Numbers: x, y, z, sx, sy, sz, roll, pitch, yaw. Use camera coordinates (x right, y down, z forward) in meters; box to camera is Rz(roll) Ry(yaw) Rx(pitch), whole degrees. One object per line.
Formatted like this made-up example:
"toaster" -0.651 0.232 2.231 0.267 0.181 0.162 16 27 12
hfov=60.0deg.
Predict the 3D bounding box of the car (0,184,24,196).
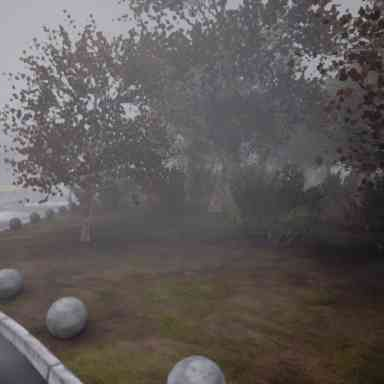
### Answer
"car" -26.269 -0.279 46.091 1.946 1.575 5.366 0 3 6

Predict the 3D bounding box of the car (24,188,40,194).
"car" -25.711 -0.612 51.577 1.946 1.575 5.366 0 3 6

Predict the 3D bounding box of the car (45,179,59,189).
"car" -25.122 -1.210 57.331 2.435 2.045 5.566 0 3 6
